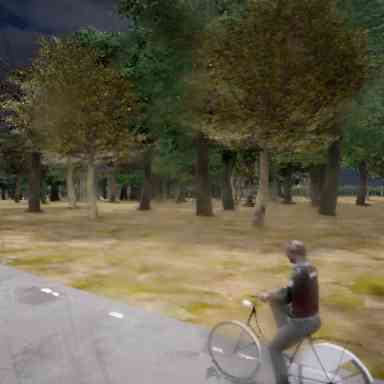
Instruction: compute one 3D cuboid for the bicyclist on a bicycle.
[{"bbox_3d":[0.945,1.399,3.674,1.843,1.776,0.659,0,0,36],"label":"bicyclist on a bicycle"}]
